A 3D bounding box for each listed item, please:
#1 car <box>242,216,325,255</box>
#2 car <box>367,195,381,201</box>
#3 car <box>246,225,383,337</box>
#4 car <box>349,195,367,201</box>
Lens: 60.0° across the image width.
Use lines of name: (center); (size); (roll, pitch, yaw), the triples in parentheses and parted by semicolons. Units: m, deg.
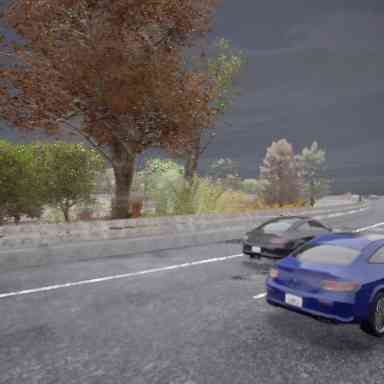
car: (3.648, 1.550, 11.463); (4.674, 1.442, 1.812); (0, 0, -41)
car: (43.357, 1.460, 80.581); (1.812, 1.442, 4.674); (0, 0, 4)
car: (3.408, 1.537, 6.674); (4.674, 1.442, 1.812); (0, 0, -38)
car: (39.878, 1.469, 80.960); (1.812, 1.442, 4.674); (0, 0, 4)
